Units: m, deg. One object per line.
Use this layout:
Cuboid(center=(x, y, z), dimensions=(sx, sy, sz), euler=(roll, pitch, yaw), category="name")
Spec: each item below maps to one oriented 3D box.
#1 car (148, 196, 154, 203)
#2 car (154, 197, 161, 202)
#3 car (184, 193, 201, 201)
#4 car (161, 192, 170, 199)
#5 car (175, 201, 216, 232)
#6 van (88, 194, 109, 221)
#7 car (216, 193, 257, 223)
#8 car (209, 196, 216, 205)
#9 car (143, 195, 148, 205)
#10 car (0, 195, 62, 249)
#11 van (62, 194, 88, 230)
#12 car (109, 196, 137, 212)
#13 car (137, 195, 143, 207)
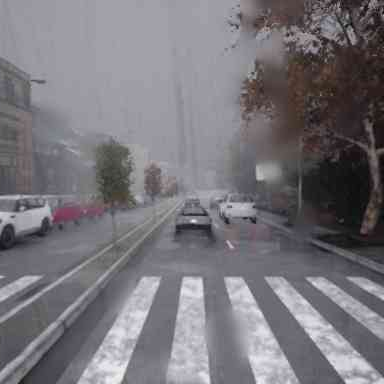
Cuboid(center=(-7.967, 1.173, 53.480), dimensions=(2.163, 1.488, 4.792), euler=(0, 1, 0), category="car")
Cuboid(center=(-7.912, 1.041, 64.607), dimensions=(2.231, 1.521, 4.892), euler=(0, 1, 0), category="car")
Cuboid(center=(0.073, 1.266, 41.663), dimensions=(1.837, 1.490, 4.892), euler=(0, 1, 0), category="car")
Cuboid(center=(-7.621, 0.850, 85.194), dimensions=(2.163, 1.488, 4.792), euler=(0, 1, 3), category="car")
Cuboid(center=(0.087, 1.469, 19.239), dimensions=(1.994, 1.385, 4.181), euler=(0, 0, 0), category="car")
Cuboid(center=(-8.105, 1.128, 25.659), dimensions=(1.878, 1.987, 4.442), euler=(0, 0, 0), category="van")
Cuboid(center=(3.232, 1.099, 24.118), dimensions=(2.150, 2.045, 5.566), euler=(0, 1, 0), category="car")
Cuboid(center=(3.231, 1.279, 42.423), dimensions=(1.812, 1.442, 4.674), euler=(0, 0, 0), category="car")
Cuboid(center=(-7.995, 1.231, 47.965), dimensions=(2.002, 1.452, 4.674), euler=(0, 0, 0), category="car")
Cuboid(center=(-8.158, 1.164, 14.654), dimensions=(2.435, 2.045, 5.566), euler=(0, 0, 0), category="car")
Cuboid(center=(-8.133, 1.160, 20.112), dimensions=(1.878, 1.987, 4.442), euler=(0, 0, 0), category="van")
Cuboid(center=(-8.050, 1.026, 36.839), dimensions=(2.435, 2.045, 5.566), euler=(0, 0, 0), category="car")
Cuboid(center=(-8.022, 1.266, 42.386), dimensions=(2.163, 1.488, 4.792), euler=(0, 0, 0), category="car")
